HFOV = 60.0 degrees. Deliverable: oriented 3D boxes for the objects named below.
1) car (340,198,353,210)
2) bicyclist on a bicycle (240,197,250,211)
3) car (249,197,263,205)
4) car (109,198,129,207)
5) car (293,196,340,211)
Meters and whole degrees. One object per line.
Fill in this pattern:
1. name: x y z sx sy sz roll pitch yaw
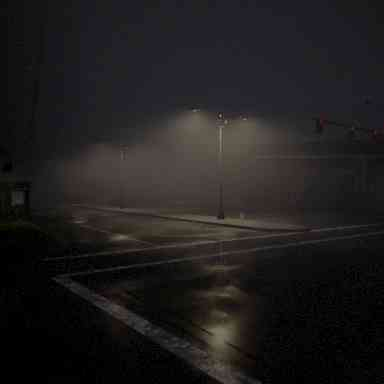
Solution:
1. car: 18.095 1.456 42.034 1.970 1.475 3.806 0 0 -35
2. bicyclist on a bicycle: 6.255 1.430 39.740 1.656 1.620 0.582 -6 -7 -37
3. car: 11.983 1.564 61.128 1.994 1.385 4.181 0 0 29
4. car: -11.165 1.564 50.694 1.994 1.385 4.181 0 0 -35
5. car: 13.834 1.295 38.106 2.242 1.667 4.611 0 0 -35
